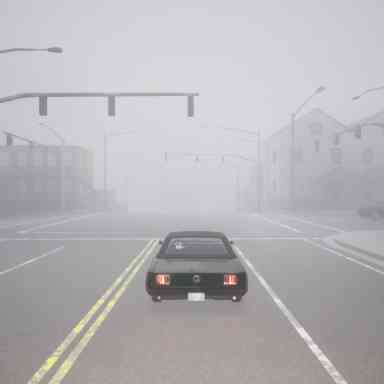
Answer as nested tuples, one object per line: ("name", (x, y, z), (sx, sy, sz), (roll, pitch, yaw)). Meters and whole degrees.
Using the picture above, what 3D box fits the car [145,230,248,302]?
("car", (0.101, 1.601, 8.210), (1.895, 1.301, 4.718), (0, 0, 0))

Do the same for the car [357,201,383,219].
("car", (16.650, 1.477, 28.186), (5.008, 1.535, 1.882), (0, 0, -1))
